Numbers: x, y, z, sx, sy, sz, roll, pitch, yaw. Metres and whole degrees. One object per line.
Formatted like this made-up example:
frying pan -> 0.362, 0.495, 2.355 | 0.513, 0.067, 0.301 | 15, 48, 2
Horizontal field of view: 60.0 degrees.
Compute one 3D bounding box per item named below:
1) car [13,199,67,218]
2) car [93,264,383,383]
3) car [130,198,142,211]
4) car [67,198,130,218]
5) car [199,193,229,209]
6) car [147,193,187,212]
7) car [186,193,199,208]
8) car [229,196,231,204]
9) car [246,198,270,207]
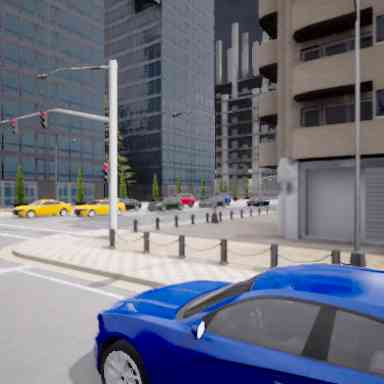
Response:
car -> -13.254, 1.445, 29.704 | 1.882, 1.535, 5.008 | 0, 0, 36
car -> 1.138, 1.478, 3.181 | 5.008, 1.535, 1.882 | 0, 0, 36
car -> -7.745, 1.459, 37.316 | 2.128, 1.511, 4.902 | 0, 0, 36
car -> -8.399, 1.442, 30.436 | 1.882, 1.535, 5.008 | 0, 0, 36
car -> 2.769, 1.316, 45.871 | 2.097, 1.767, 4.553 | 0, 0, 36
car -> -3.034, 1.316, 37.859 | 2.097, 1.767, 4.553 | 0, 0, 36
car -> -1.840, 1.188, 45.484 | 2.150, 2.045, 5.566 | 0, 0, 35
car -> 4.179, 1.188, 53.757 | 2.150, 2.045, 5.566 | 0, 0, 36
car -> 9.935, 1.561, 49.490 | 1.895, 1.301, 4.718 | 0, 0, 36
